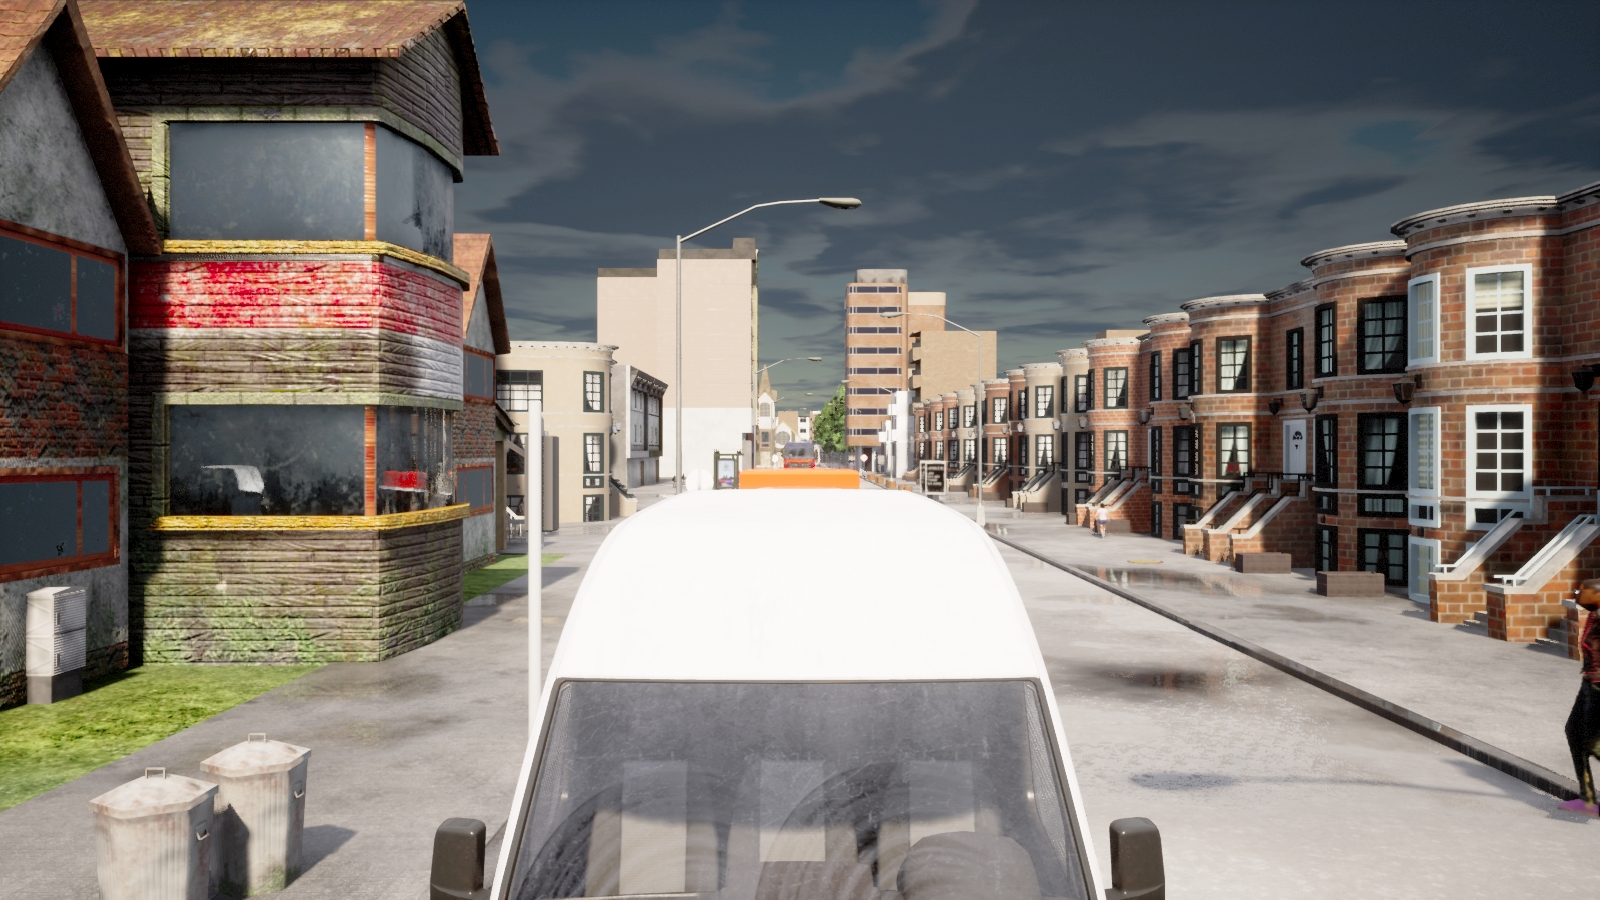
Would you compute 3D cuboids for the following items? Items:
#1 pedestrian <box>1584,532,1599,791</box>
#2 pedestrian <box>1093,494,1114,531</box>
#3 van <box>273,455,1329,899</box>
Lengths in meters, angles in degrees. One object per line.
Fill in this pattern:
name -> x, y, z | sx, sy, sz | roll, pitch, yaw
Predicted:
pedestrian -> 6.018, 1.553, 8.410 | 0.375, 1.860, 0.375 | 0, 0, 29
pedestrian -> 9.308, 1.903, 35.065 | 0.500, 1.100, 0.500 | 0, 0, 1
van -> -0.003, 1.314, 5.110 | 1.988, 2.561, 5.915 | 0, 0, 0
